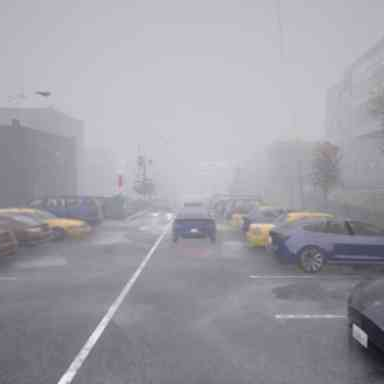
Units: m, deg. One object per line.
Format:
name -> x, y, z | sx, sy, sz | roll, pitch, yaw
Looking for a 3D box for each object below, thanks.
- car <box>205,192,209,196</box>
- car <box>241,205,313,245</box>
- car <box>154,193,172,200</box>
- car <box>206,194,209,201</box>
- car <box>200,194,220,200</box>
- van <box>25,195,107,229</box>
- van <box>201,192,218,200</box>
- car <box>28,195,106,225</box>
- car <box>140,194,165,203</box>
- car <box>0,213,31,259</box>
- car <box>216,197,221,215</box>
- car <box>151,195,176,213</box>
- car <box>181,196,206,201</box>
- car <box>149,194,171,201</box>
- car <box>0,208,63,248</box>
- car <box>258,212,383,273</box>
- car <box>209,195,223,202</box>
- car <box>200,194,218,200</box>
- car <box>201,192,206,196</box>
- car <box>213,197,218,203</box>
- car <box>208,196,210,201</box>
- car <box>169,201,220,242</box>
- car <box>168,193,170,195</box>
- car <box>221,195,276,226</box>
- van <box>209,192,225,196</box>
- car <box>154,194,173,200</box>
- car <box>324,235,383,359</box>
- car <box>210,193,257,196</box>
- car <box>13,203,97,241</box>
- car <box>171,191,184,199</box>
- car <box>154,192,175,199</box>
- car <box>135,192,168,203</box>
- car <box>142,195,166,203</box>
car -> 4.618, 1.250, 49.116 | 4.553, 1.767, 2.185 | 0, 0, 0
car -> 4.835, 1.449, 12.799 | 5.366, 1.575, 1.946 | 0, 0, 0
car -> -7.651, 1.163, 87.788 | 4.553, 1.767, 2.185 | 0, 0, 0
car -> 4.677, 1.411, 46.325 | 4.792, 1.488, 2.163 | 0, 0, 0
car -> 4.655, 1.300, 85.431 | 4.892, 1.521, 2.231 | 0, 0, 0
van -> -7.797, 1.208, 20.900 | 4.442, 1.987, 1.878 | 0, 0, 0
van -> 4.531, 1.061, 88.224 | 4.442, 1.987, 1.878 | 0, 1, 0
car -> -7.709, 1.189, 18.108 | 5.566, 2.045, 2.435 | 0, 0, 0
car -> -7.650, 1.217, 64.153 | 4.553, 1.767, 2.185 | 0, 0, 0
car -> -7.677, 1.498, 9.860 | 4.674, 1.452, 2.002 | 0, 0, 0
car -> 4.643, 1.423, 26.767 | 4.892, 1.521, 2.231 | 0, 0, 0
car -> -3.095, 1.427, 36.436 | 1.837, 1.490, 4.892 | 0, 0, 0
car -> 0.095, 1.408, 32.413 | 1.882, 1.535, 5.008 | 0, 0, 0
car -> -7.867, 1.303, 81.907 | 5.366, 1.575, 1.946 | 0, 0, 0
car -> -7.678, 1.492, 12.527 | 4.674, 1.452, 2.002 | 0, 0, 0
car -> 4.679, 1.487, 10.005 | 4.792, 1.488, 2.163 | 0, 0, 0
car -> 4.644, 1.404, 35.273 | 5.008, 1.535, 2.097 | 0, 0, 0
car -> 4.642, 1.255, 91.033 | 4.892, 1.521, 2.231 | 0, 1, 0
car -> 4.677, 1.118, 51.910 | 5.566, 2.045, 2.435 | 0, 0, 0
car -> 4.655, 1.418, 29.561 | 4.892, 1.521, 2.231 | 0, 0, 0
car -> 4.647, 1.433, 40.735 | 4.674, 1.452, 2.002 | 0, 0, 0
car -> 0.094, 1.442, 16.223 | 1.882, 1.535, 5.008 | 0, 0, 0
car -> -7.678, 1.370, 70.155 | 4.674, 1.452, 2.002 | 0, 0, 0
car -> 4.617, 1.303, 23.975 | 4.553, 1.767, 2.185 | 0, 0, 0
van -> 4.766, 1.161, 43.528 | 4.442, 1.987, 1.878 | 0, 0, 0
car -> -7.687, 1.260, 90.619 | 5.008, 1.535, 2.097 | 0, 1, 0
car -> 4.621, 1.499, 4.418 | 4.792, 1.488, 2.163 | 0, 0, 0
car -> 4.680, 1.273, 37.942 | 4.553, 1.767, 2.185 | 0, 0, 0
car -> -7.495, 1.443, 15.443 | 5.366, 1.575, 1.946 | 0, 0, 0
car -> -3.002, 0.870, 77.673 | 2.150, 2.045, 5.566 | 0, 0, 0
car -> -7.653, 0.955, 93.559 | 5.566, 2.045, 2.435 | 0, 1, 0
car -> -7.710, 1.098, 61.340 | 5.566, 2.045, 2.435 | 0, 0, 0
car -> -7.679, 1.377, 67.092 | 4.674, 1.452, 2.002 | 0, 0, 0
